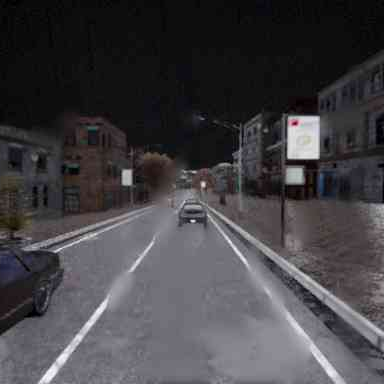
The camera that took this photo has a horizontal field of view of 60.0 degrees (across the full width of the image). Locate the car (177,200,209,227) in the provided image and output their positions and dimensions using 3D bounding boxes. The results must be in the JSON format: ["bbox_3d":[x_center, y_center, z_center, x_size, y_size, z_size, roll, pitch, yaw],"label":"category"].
[{"bbox_3d":[0.058,1.512,22.509,1.837,1.490,4.892,0,0,0],"label":"car"}]

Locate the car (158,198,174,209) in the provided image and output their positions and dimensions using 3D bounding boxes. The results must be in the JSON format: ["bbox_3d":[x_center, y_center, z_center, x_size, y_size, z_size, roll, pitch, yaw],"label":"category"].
[{"bbox_3d":[-3.482,1.598,46.446,1.812,1.442,4.674,0,0,0],"label":"car"}]

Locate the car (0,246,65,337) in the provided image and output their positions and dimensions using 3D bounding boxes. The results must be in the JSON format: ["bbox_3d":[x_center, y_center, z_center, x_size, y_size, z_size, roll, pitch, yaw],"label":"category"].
[{"bbox_3d":[-3.580,1.545,4.686,2.033,1.411,5.357,0,0,0],"label":"car"}]
